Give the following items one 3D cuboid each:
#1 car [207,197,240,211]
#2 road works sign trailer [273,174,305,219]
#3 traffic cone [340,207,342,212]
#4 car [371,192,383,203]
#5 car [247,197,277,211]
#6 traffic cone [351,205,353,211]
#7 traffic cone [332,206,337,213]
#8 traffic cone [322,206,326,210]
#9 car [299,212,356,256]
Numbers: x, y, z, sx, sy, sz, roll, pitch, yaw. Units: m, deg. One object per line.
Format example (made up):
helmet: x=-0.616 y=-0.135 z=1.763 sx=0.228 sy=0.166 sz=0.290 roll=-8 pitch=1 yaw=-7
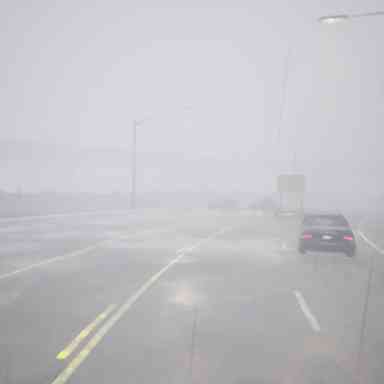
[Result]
car: x=3.680 y=1.312 z=38.667 sx=1.882 sy=1.535 sz=5.008 roll=0 pitch=0 yaw=40
road works sign trailer: x=8.464 y=0.319 z=28.160 sx=2.380 sy=3.560 sz=2.880 roll=0 pitch=0 yaw=39
traffic cone: x=15.323 y=1.788 z=34.173 sx=0.340 sy=0.580 sz=0.340 roll=0 pitch=0 yaw=39
car: x=36.422 y=1.065 z=62.908 sx=5.566 sy=2.045 sz=2.150 roll=0 pitch=-1 yaw=-27
car: x=8.211 y=1.363 z=38.584 sx=1.812 sy=1.442 sz=4.674 roll=0 pitch=0 yaw=43
traffic cone: x=17.865 y=1.775 z=37.261 sx=0.340 sy=0.580 sz=0.340 roll=0 pitch=0 yaw=39
traffic cone: x=14.053 y=1.794 z=32.630 sx=0.340 sy=0.580 sz=0.340 roll=0 pitch=0 yaw=39
traffic cone: x=15.552 y=1.784 z=39.169 sx=0.340 sy=0.580 sz=0.340 roll=0 pitch=0 yaw=39
car: x=5.186 y=1.489 z=12.973 sx=2.033 sy=1.411 sz=5.357 roll=0 pitch=0 yaw=20
